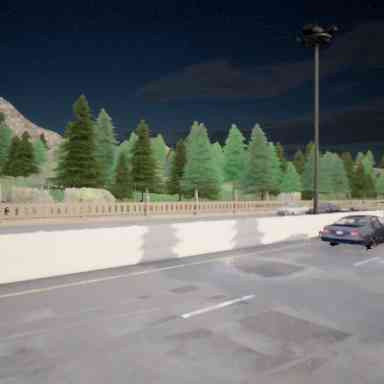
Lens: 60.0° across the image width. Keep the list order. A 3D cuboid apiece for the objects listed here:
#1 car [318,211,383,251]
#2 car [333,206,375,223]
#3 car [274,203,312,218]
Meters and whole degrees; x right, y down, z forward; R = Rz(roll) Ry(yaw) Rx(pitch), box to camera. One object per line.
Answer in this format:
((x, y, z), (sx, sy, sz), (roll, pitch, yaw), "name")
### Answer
((8.025, 1.775, 15.472), (5.357, 1.411, 2.033), (1, -1, -41), "car")
((15.305, 2.055, 31.311), (4.718, 1.301, 1.895), (1, -1, -41), "car")
((11.329, 2.016, 37.127), (4.674, 1.442, 1.812), (1, -1, -41), "car")
